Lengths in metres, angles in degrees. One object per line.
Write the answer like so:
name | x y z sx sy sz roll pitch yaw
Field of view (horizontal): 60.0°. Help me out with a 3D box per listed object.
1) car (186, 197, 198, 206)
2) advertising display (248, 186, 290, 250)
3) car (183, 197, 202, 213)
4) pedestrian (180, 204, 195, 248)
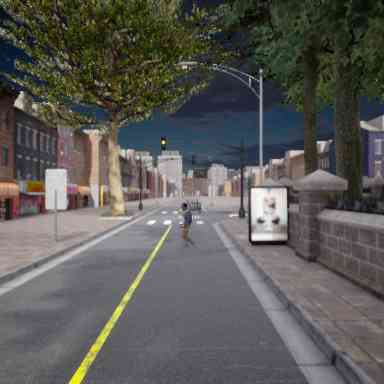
car | 0.081 1.547 54.882 1.895 1.301 4.718 0 0 0
advertising display | 2.995 1.007 13.005 1.540 2.440 0.280 -1 -1 0
car | 0.073 1.448 36.163 2.128 1.511 4.902 0 0 0
pedestrian | -0.214 1.275 13.076 0.375 1.860 0.375 1 -1 -10
